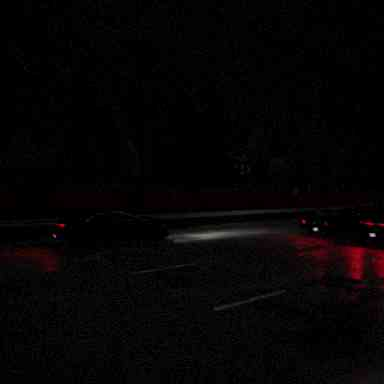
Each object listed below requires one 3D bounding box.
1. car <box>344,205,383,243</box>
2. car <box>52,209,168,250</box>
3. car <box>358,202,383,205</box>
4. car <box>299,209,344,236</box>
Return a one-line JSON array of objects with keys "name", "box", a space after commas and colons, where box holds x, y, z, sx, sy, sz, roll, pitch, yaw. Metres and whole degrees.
[{"name": "car", "box": [9.182, 1.492, 14.737, 4.902, 1.511, 2.128, 0, 0, -36]}, {"name": "car", "box": [-3.355, 1.491, 14.288, 4.902, 1.511, 2.128, 0, 0, -36]}, {"name": "car", "box": [15.067, 1.525, 27.667, 4.674, 1.442, 1.812, 0, 0, -36]}, {"name": "car", "box": [8.087, 1.601, 18.266, 4.718, 1.301, 1.895, 0, 0, -36]}]
